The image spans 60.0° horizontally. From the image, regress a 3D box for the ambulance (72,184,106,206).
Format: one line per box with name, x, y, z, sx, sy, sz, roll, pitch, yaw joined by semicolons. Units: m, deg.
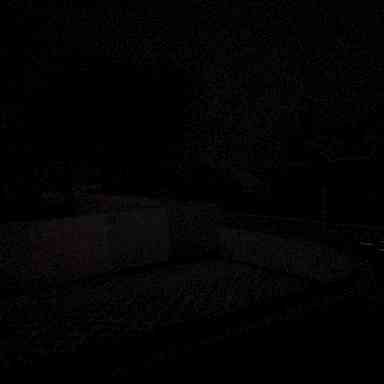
ambulance;-12.226;0.325;39.566;2.351;2.431;6.366;1;1;-36
